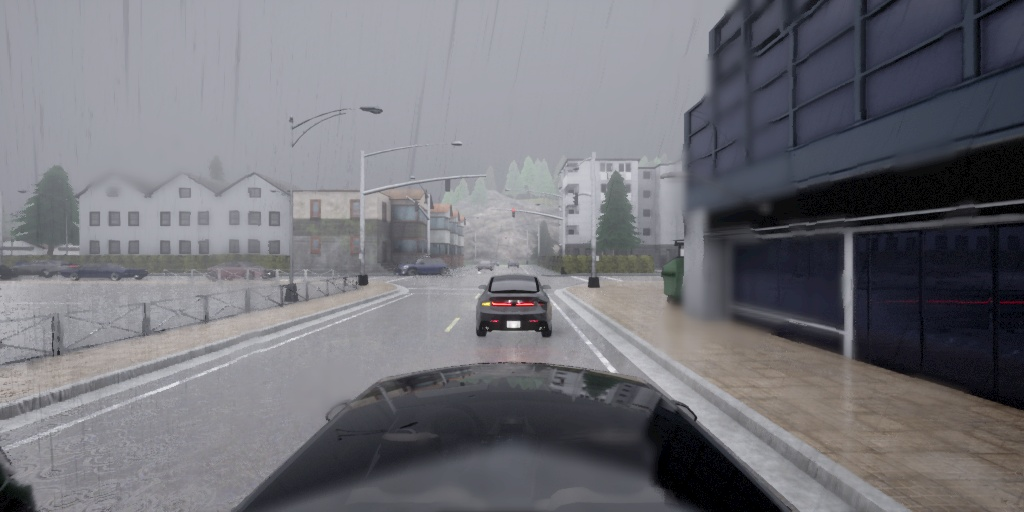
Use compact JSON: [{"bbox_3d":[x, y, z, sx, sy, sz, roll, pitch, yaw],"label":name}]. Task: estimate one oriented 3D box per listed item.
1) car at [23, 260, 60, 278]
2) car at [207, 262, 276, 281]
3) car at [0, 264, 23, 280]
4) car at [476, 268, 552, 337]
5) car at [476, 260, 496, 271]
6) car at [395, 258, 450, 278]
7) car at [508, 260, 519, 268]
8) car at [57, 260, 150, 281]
[{"bbox_3d":[-39.486,1.065,30.245,4.902,1.511,2.128,0,0,0],"label":"car"},{"bbox_3d":[-19.883,1.138,26.460,4.181,1.385,1.994,0,0,0],"label":"car"},{"bbox_3d":[-40.126,1.174,26.592,4.718,1.301,1.895,0,0,1],"label":"car"},{"bbox_3d":[0.070,1.255,10.298,1.837,1.490,4.892,0,0,1],"label":"car"},{"bbox_3d":[-3.518,1.276,47.744,1.812,1.442,4.674,0,0,0],"label":"car"},{"bbox_3d":[-7.788,0.935,31.222,4.553,1.767,2.097,1,-1,-40],"label":"car"},{"bbox_3d":[0.199,1.351,60.949,1.895,1.301,4.718,0,0,-1],"label":"car"},{"bbox_3d":[-29.904,1.174,26.509,4.718,1.301,1.895,0,0,0],"label":"car"}]
